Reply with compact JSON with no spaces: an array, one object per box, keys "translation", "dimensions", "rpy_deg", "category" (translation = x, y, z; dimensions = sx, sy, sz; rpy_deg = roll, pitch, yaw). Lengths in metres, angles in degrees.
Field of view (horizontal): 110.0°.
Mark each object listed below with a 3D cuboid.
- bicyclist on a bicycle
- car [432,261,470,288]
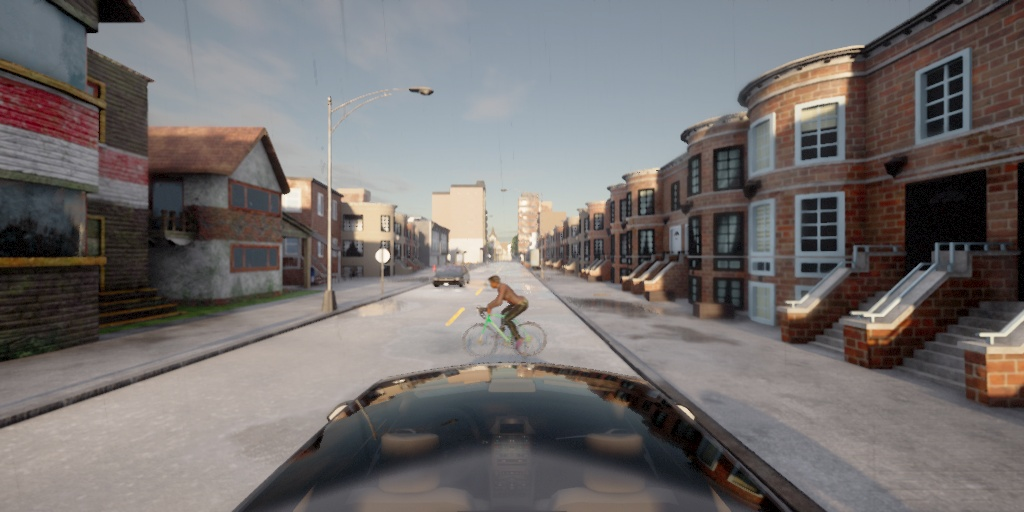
[{"translation":[-0.161,1.195,7.059],"dimensions":[1.656,1.620,0.582],"rpy_deg":[-2,0,0],"category":"bicyclist on a bicycle"},{"translation":[-3.948,1.303,24.198],"dimensions":[2.033,1.411,5.357],"rpy_deg":[0,0,0],"category":"car"}]
